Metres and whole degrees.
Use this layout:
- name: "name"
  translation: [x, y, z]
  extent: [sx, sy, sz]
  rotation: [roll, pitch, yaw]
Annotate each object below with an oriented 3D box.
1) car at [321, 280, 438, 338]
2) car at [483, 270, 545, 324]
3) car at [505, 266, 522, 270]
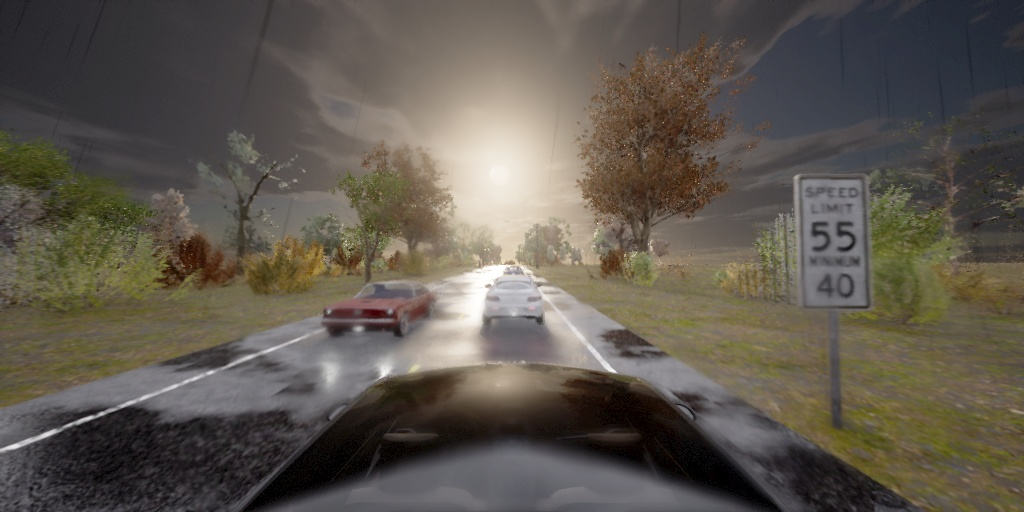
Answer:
- name: "car"
  translation: [-3.578, 1.421, 10.583]
  extent: [1.895, 1.301, 4.718]
  rotation: [0, 0, 0]
- name: "car"
  translation: [0.066, 1.358, 12.169]
  extent: [1.812, 1.442, 4.674]
  rotation: [0, 0, 0]
- name: "car"
  translation: [0.095, 1.563, 31.905]
  extent: [2.033, 1.411, 5.357]
  rotation: [0, -1, 0]
